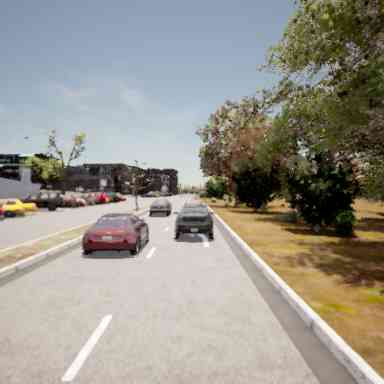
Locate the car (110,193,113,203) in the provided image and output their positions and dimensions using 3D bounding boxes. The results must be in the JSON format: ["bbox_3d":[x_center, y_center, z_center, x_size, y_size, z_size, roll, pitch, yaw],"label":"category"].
[{"bbox_3d":[-16.942,1.359,57.155,5.366,1.575,1.946,-1,0,-20],"label":"car"}]

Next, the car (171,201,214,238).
[{"bbox_3d":[0.107,1.448,17.357,1.837,1.490,4.892,0,0,0],"label":"car"}]

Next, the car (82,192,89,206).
[{"bbox_3d":[-16.818,1.218,45.207,4.553,1.767,2.185,-1,0,-20],"label":"car"}]

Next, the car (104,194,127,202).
[{"bbox_3d":[-16.606,1.263,72.270,4.553,1.767,2.185,-1,0,-19],"label":"car"}]

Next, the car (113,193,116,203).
[{"bbox_3d":[-16.752,1.405,60.222,4.674,1.452,2.002,-1,0,-20],"label":"car"}]

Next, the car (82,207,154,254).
[{"bbox_3d":[-2.895,1.531,13.373,1.994,1.385,4.181,0,0,0],"label":"car"}]

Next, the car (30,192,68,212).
[{"bbox_3d":[-16.821,1.099,36.195,5.566,2.045,2.435,-1,0,-20],"label":"car"}]

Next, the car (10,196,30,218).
[{"bbox_3d":[-16.628,1.375,27.278,5.366,1.575,1.946,-1,0,-20],"label":"car"}]

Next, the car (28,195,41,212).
[{"bbox_3d":[-16.973,1.368,30.144,5.366,1.575,1.946,-1,0,-20],"label":"car"}]

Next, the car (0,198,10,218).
[{"bbox_3d":[-16.784,1.145,24.225,5.566,2.045,2.435,-1,0,-20],"label":"car"}]

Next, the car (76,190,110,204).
[{"bbox_3d":[-16.803,1.103,54.206,5.566,2.045,2.435,-1,0,-20],"label":"car"}]

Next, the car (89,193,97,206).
[{"bbox_3d":[-16.789,1.347,48.218,4.892,1.521,2.231,-1,0,-20],"label":"car"}]

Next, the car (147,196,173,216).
[{"bbox_3d":[-2.888,1.419,31.326,2.033,1.411,5.357,0,0,0],"label":"car"}]

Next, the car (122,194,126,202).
[{"bbox_3d":[-16.698,1.125,66.256,5.566,2.045,2.435,-1,0,-20],"label":"car"}]

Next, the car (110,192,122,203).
[{"bbox_3d":[-16.771,1.120,63.219,5.566,2.045,2.435,-1,0,-20],"label":"car"}]

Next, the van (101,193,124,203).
[{"bbox_3d":[-16.582,1.156,69.292,4.442,1.987,1.878,-1,0,-19],"label":"van"}]

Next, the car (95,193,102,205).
[{"bbox_3d":[-16.804,1.378,51.202,4.792,1.488,2.163,-1,0,-20],"label":"car"}]

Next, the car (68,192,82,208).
[{"bbox_3d":[-16.758,1.217,42.222,4.553,1.767,2.185,-1,0,-20],"label":"car"}]
